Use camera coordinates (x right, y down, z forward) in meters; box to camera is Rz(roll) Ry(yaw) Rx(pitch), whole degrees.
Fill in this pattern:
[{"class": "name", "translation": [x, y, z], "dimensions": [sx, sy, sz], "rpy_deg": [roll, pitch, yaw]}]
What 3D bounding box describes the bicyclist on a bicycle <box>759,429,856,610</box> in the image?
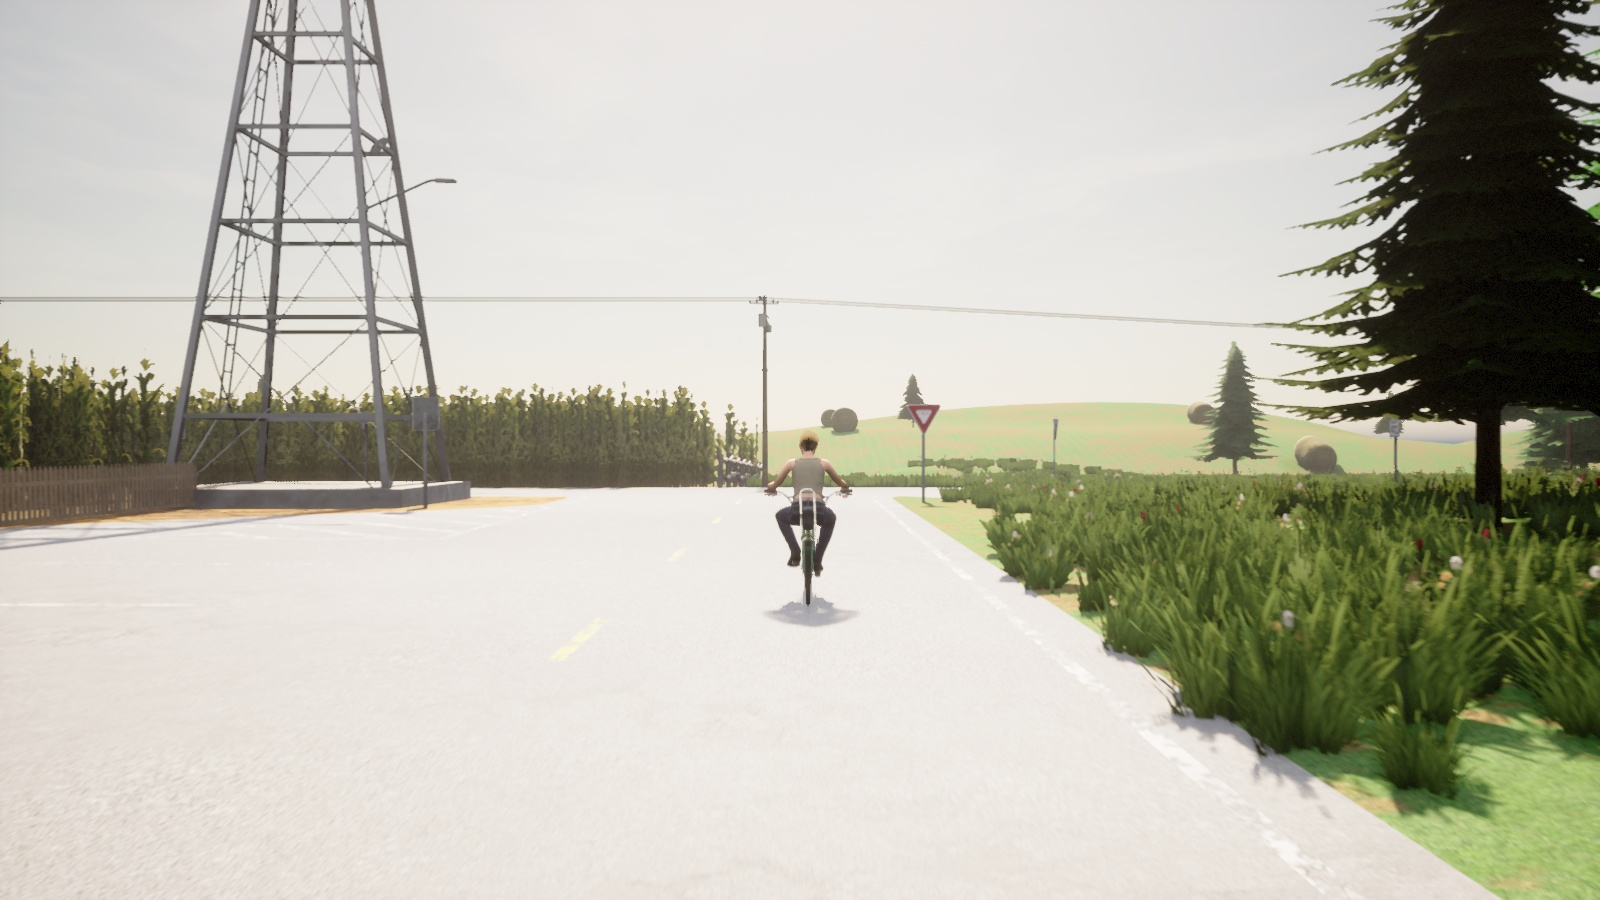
[{"class": "bicyclist on a bicycle", "translation": [0.078, 0.616, 11.975], "dimensions": [0.866, 1.612, 1.509], "rpy_deg": [0, 0, 1]}]
